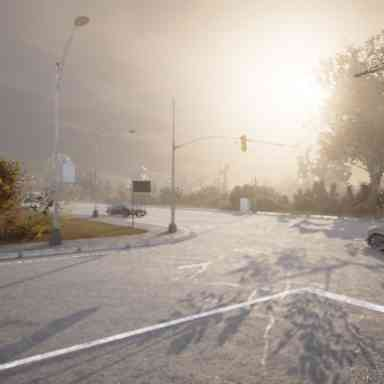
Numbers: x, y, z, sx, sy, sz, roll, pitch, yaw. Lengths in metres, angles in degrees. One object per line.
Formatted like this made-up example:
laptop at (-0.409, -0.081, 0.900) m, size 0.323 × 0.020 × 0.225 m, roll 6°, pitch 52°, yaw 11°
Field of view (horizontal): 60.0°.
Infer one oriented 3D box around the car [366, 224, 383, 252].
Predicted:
car at (8.994, 1.682, 12.658) m, size 1.994 × 1.385 × 4.181 m, roll 1°, pitch 0°, yaw -39°

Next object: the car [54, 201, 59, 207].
car at (-21.959, 1.553, 51.231) m, size 1.837 × 1.490 × 4.892 m, roll 1°, pitch 0°, yaw -39°

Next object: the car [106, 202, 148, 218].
car at (-6.313, 1.654, 31.734) m, size 2.033 × 1.411 × 5.357 m, roll 1°, pitch 0°, yaw -39°
